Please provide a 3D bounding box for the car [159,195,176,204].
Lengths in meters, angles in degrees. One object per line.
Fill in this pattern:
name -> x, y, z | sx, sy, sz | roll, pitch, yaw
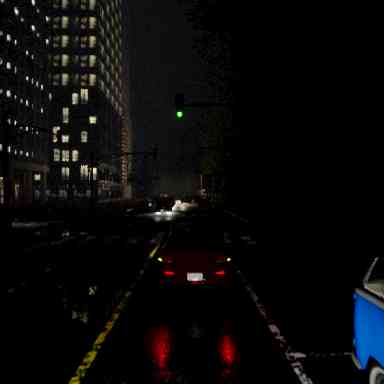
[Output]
car -> -3.651, 1.582, 50.400 | 1.837, 1.490, 4.892 | 0, 0, -1

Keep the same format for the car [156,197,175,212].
car -> -3.409, 1.628, 40.365 | 1.994, 1.385, 4.181 | 0, 0, -3

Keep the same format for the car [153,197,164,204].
car -> -6.829, 1.640, 67.416 | 1.887, 1.381, 4.507 | 0, 0, -2

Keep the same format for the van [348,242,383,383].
van -> 2.558, 1.345, 2.078 | 1.690, 1.788, 3.998 | 0, 0, 0

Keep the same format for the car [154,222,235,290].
car -> 0.048, 1.542, 9.007 | 1.812, 1.442, 4.674 | 0, 0, 0

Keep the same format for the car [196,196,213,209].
car -> 1.897, 1.596, 45.793 | 1.752, 1.417, 4.829 | 0, 0, -2

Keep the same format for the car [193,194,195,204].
car -> 1.182, 1.621, 67.959 | 1.752, 1.417, 4.829 | 0, 0, -2

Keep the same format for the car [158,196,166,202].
car -> -7.532, 1.691, 84.048 | 1.802, 1.307, 4.206 | 0, 0, -3

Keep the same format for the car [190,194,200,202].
car -> 0.736, 1.420, 78.878 | 2.192, 1.841, 5.009 | 0, 0, -3

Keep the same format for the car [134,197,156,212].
car -> -5.834, 1.614, 39.703 | 2.008, 1.369, 4.403 | 0, 0, -1

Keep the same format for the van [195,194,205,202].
van -> 1.746, 1.418, 51.166 | 1.690, 1.788, 3.998 | 0, 0, -2

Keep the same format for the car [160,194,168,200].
car -> -8.079, 1.432, 95.129 | 2.192, 1.841, 5.009 | 0, 0, -3

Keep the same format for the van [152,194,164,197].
van -> -6.627, 1.431, 61.874 | 1.690, 1.788, 3.998 | 0, 0, -2

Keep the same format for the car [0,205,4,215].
car -> -18.221, 1.432, 28.442 | 4.206, 1.307, 1.802 | 1, -1, 3

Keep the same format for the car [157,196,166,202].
car -> -7.280, 1.650, 78.503 | 1.887, 1.381, 4.507 | 0, 0, -2

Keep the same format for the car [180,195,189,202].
car -> -1.927, 1.632, 81.047 | 2.128, 1.511, 4.902 | 0, 0, -3

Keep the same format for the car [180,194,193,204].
car -> -1.241, 1.572, 66.622 | 1.882, 1.535, 5.008 | 0, 0, -2
